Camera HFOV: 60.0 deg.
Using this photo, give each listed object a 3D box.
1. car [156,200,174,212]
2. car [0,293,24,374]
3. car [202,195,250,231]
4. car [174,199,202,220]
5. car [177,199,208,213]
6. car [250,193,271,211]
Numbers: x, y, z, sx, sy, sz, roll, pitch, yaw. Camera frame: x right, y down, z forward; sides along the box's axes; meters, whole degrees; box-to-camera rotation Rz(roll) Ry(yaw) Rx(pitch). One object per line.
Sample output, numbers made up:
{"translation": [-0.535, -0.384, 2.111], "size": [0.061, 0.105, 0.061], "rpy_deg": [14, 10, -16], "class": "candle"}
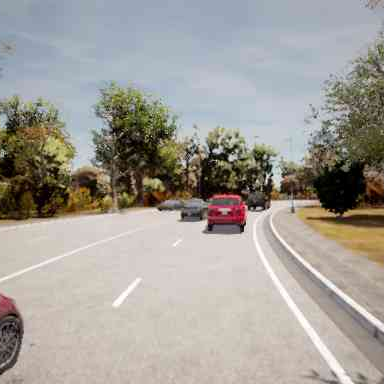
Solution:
{"translation": [-2.638, 1.726, 42.536], "size": [2.033, 1.411, 5.357], "rpy_deg": [-1, -1, 20], "class": "car"}
{"translation": [-3.241, 1.520, 2.618], "size": [1.812, 1.442, 4.674], "rpy_deg": [0, 0, 1], "class": "car"}
{"translation": [2.282, 1.223, 20.791], "size": [2.150, 2.045, 5.566], "rpy_deg": [-1, 0, 11], "class": "car"}
{"translation": [0.420, 1.531, 28.164], "size": [2.128, 1.511, 4.902], "rpy_deg": [-1, 0, 14], "class": "car"}
{"translation": [0.138, 1.600, 39.800], "size": [2.128, 1.511, 4.902], "rpy_deg": [-1, 0, 20], "class": "car"}
{"translation": [8.327, 1.190, 41.200], "size": [2.150, 2.045, 5.566], "rpy_deg": [-1, 0, 22], "class": "car"}
